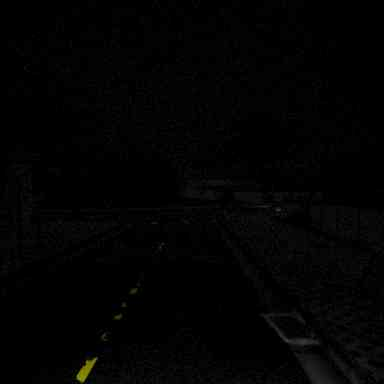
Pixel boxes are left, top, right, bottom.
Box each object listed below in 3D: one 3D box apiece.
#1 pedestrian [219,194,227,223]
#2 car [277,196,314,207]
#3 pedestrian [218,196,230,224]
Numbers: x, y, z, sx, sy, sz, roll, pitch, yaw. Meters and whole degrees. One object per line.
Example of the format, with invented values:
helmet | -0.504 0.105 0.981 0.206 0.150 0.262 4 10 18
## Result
pedestrian | 2.075 1.113 22.354 0.375 1.860 0.375 -3 3 1
car | 13.322 1.223 42.579 5.357 1.411 2.033 -1 3 -31
pedestrian | 2.019 1.111 21.153 0.375 1.860 0.375 -3 3 1
